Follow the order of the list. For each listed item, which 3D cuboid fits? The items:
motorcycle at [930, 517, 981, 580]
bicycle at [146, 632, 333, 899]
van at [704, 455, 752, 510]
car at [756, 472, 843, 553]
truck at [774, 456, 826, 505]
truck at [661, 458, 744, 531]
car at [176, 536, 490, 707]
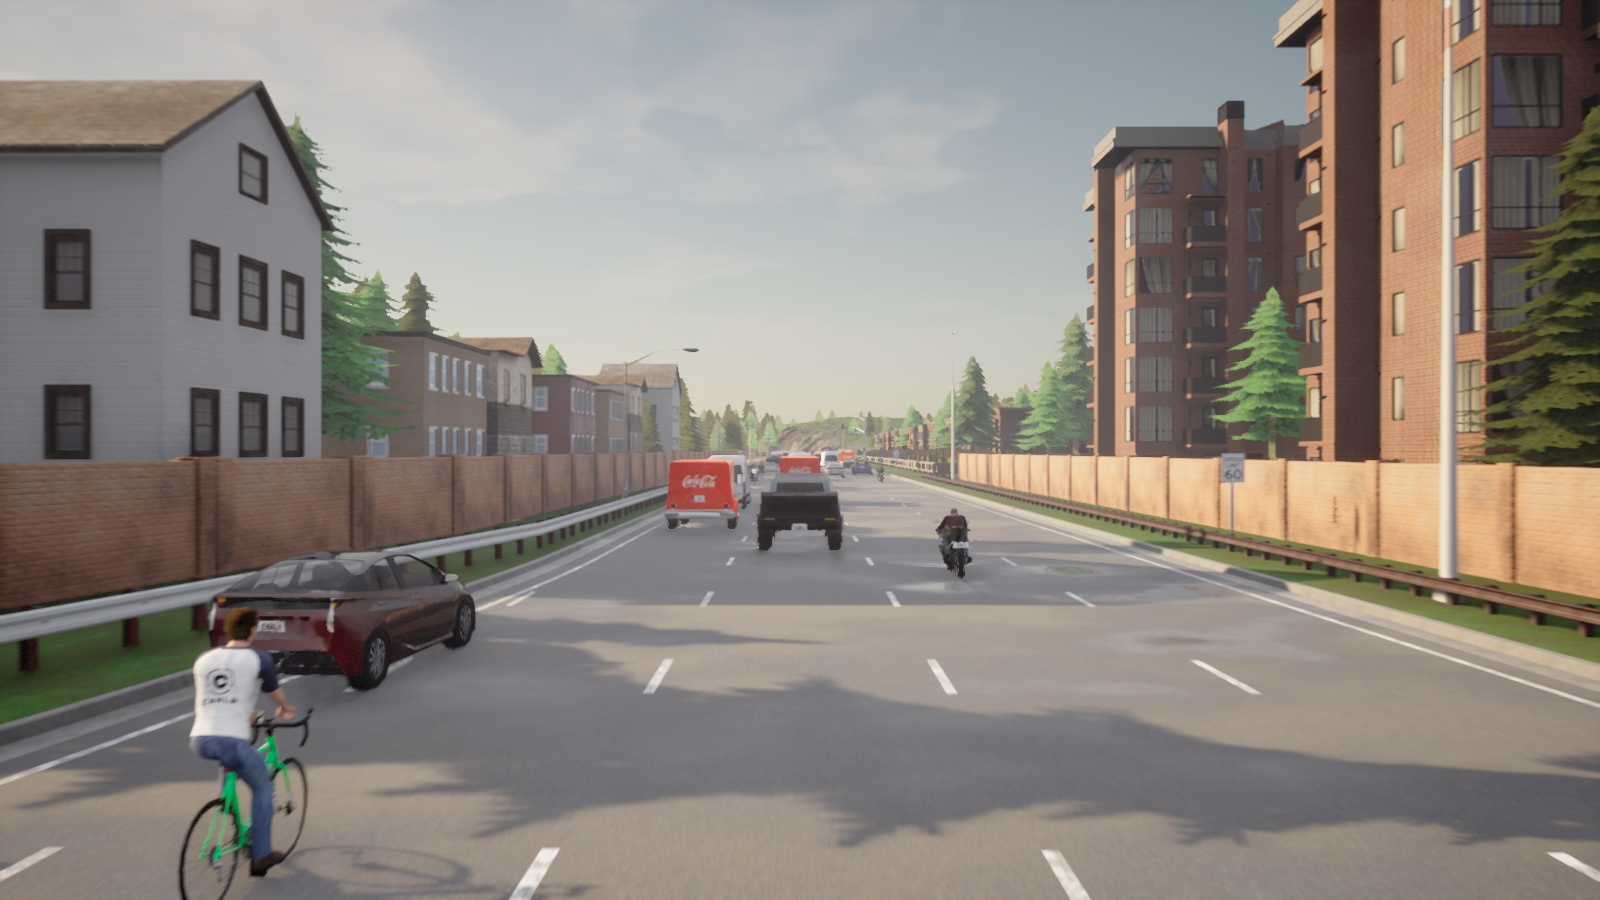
[{"bbox_3d":[3.503,2.205,25.919,0.867,1.251,2.209,0,0,0],"label":"motorcycle"},{"bbox_3d":[-3.557,2.056,7.392,0.373,1.496,1.643,0,0,1],"label":"bicycle"},{"bbox_3d":[-3.505,1.535,56.628,1.988,2.561,5.915,0,0,0],"label":"van"},{"bbox_3d":[0.000,1.753,34.181,2.390,2.098,6.274,0,0,0],"label":"car"},{"bbox_3d":[-0.001,1.569,61.343,2.627,2.467,5.204,0,0,0],"label":"truck"},{"bbox_3d":[-3.493,1.572,42.179,2.627,2.467,5.204,0,0,0],"label":"truck"},{"bbox_3d":[-5.726,2.040,14.747,2.007,1.525,4.514,0,0,3],"label":"car"}]
